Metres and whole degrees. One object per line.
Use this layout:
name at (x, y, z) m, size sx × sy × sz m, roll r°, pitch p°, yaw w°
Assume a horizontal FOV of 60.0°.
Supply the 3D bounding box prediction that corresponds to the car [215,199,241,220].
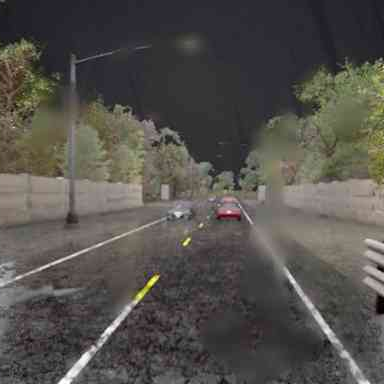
car at (3.174, 1.560, 28.438) m, size 1.994 × 1.385 × 4.181 m, roll 0°, pitch 0°, yaw 6°

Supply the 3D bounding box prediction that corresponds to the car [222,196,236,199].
car at (5.612, 1.330, 50.679) m, size 2.097 × 1.767 × 4.553 m, roll 0°, pitch 0°, yaw 7°

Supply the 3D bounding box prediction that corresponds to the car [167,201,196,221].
car at (-0.748, 1.465, 26.702) m, size 2.128 × 1.511 × 4.902 m, roll 0°, pitch 0°, yaw 7°

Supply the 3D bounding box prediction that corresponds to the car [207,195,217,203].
car at (4.169, 1.446, 68.937) m, size 2.128 × 1.511 × 4.902 m, roll 0°, pitch 0°, yaw 7°
